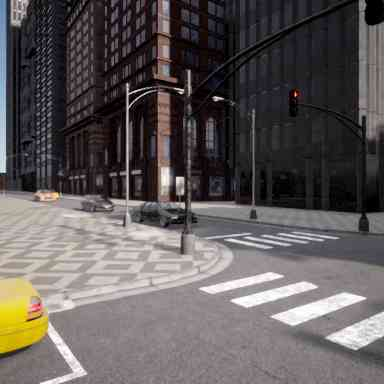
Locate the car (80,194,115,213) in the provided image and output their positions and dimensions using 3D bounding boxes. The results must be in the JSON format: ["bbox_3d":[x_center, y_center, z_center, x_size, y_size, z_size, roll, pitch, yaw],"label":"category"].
[{"bbox_3d":[-8.422,0.986,29.428,1.837,1.490,4.892,0,1,-36],"label":"car"}]

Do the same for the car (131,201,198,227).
[{"bbox_3d":[-1.846,1.237,20.288,2.033,1.411,5.357,0,1,-36],"label":"car"}]

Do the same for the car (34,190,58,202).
[{"bbox_3d":[-20.409,0.474,46.197,2.097,1.767,4.553,0,1,-35],"label":"car"}]

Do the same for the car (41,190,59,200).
[{"bbox_3d":[-24.381,0.423,57.059,1.882,1.535,5.008,0,1,-36],"label":"car"}]

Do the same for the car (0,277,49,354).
[{"bbox_3d":[-4.232,1.525,3.630,4.829,1.417,1.752,0,0,-35],"label":"car"}]
